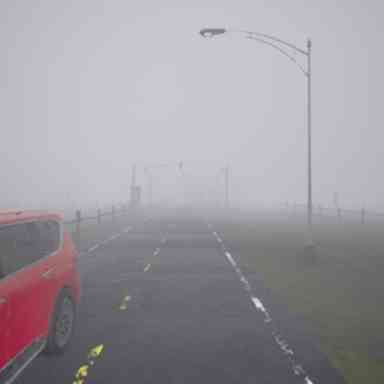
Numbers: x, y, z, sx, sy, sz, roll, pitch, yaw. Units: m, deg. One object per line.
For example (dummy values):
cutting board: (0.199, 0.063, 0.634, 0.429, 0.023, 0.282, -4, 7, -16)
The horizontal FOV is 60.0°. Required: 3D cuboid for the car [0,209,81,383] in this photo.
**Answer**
car: (-2.854, 1.249, 3.192, 2.150, 2.045, 5.566, 0, 0, 0)
